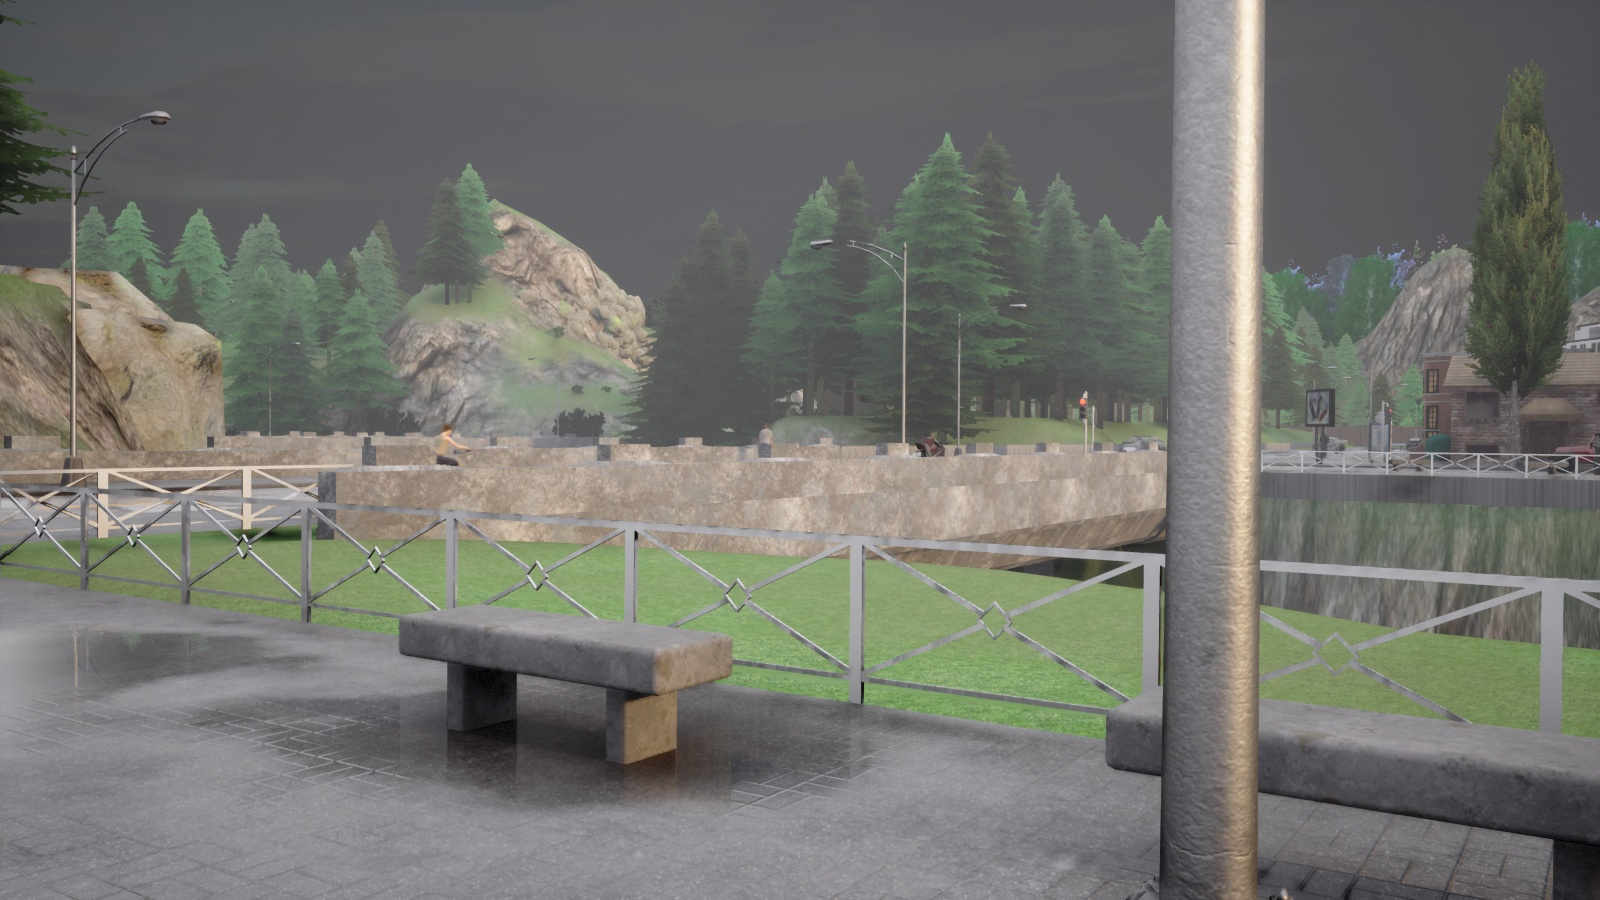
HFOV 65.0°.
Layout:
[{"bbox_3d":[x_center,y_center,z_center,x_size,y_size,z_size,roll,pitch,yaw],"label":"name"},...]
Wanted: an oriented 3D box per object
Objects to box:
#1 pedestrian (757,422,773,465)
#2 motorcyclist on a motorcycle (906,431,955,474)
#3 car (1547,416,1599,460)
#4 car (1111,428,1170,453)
[{"bbox_3d":[-1.469,-0.273,53.259,0.354,1.836,0.706,0,1,30],"label":"pedestrian"},{"bbox_3d":[4.851,0.086,46.644,0.866,1.530,2.191,0,1,34],"label":"motorcyclist on a motorcycle"},{"bbox_3d":[35.016,-0.540,54.957,3.866,1.878,1.905,0,1,34],"label":"car"},{"bbox_3d":[21.445,-0.583,78.853,2.128,1.511,4.902,0,1,34],"label":"car"}]
